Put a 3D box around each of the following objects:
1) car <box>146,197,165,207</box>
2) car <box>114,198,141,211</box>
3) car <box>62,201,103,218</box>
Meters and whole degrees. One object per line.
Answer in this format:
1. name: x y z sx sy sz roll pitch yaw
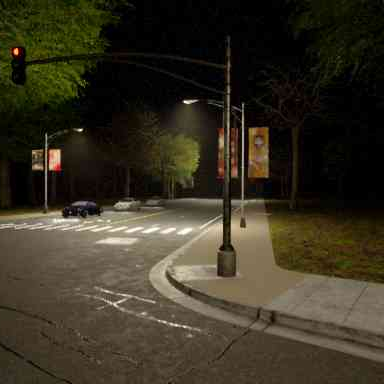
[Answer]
1. car: -5.250 1.405 48.763 1.812 1.442 4.674 0 0 12
2. car: -7.367 1.427 38.765 1.812 1.442 4.674 0 0 12
3. car: -9.439 1.488 28.921 1.994 1.385 4.181 0 0 13
